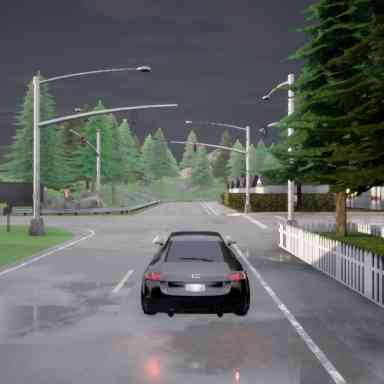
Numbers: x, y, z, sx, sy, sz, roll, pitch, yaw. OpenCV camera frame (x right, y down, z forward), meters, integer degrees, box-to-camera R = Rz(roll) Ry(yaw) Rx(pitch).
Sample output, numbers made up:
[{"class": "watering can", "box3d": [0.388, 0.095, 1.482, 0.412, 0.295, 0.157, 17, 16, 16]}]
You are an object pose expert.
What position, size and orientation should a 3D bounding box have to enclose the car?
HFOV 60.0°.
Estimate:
[{"class": "car", "box3d": [0.075, 1.564, 7.553, 1.994, 1.385, 4.181, 0, 0, 1]}]
